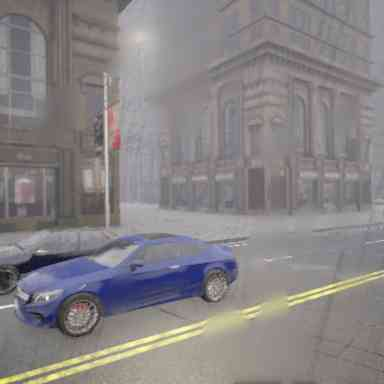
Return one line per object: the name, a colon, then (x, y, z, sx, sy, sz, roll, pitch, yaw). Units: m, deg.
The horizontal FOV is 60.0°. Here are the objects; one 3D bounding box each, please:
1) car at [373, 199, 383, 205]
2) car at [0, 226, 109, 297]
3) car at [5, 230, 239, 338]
car: (37.181, 2.004, 65.709, 1.752, 1.417, 4.829, 0, 0, -36)
car: (-3.467, 1.679, 9.207, 5.357, 1.411, 2.033, 0, -1, -36)
car: (-1.054, 1.619, 6.930, 4.674, 1.442, 1.812, 0, -1, -36)
